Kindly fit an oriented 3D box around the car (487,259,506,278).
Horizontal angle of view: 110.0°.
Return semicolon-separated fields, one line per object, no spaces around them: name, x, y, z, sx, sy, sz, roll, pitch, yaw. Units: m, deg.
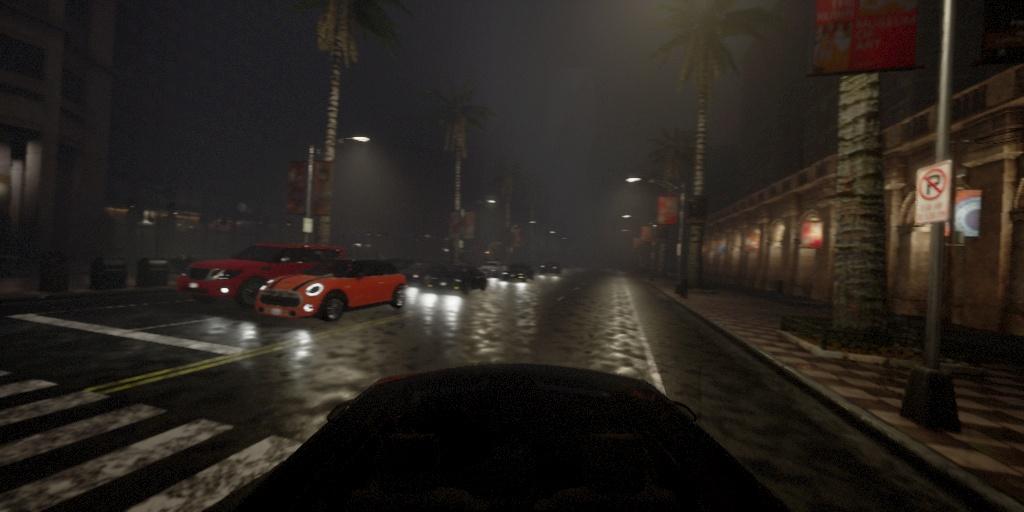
car;-1.811;1.275;34.948;1.812;1.442;4.674;3;0;16

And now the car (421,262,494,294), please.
car;-2.788;1.211;19.372;1.994;1.385;4.181;3;0;16

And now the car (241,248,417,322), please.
car;-5.218;0.837;11.088;2.097;1.767;4.553;3;0;16

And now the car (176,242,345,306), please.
car;-8.320;0.538;12.903;2.150;2.045;5.566;3;0;16

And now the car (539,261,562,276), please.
car;5.041;1.440;45.648;2.097;1.767;4.553;3;0;16

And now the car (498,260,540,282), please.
car;0.699;1.382;31.140;1.837;1.490;4.892;3;0;17

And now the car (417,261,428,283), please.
car;-5.387;1.060;22.912;2.033;1.411;5.357;3;0;16
